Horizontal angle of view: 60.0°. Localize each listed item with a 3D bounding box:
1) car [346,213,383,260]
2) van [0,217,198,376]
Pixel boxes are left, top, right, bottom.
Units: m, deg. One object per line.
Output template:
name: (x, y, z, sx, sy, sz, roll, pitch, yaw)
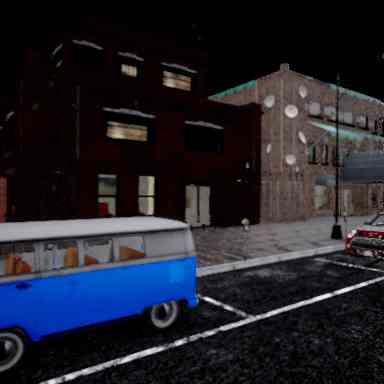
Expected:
car: (7.219, 1.428, 11.700, 4.097, 1.590, 1.967, 0, 1, -36)
van: (-1.804, 1.340, 5.258, 3.998, 1.788, 1.690, 0, 1, -36)
